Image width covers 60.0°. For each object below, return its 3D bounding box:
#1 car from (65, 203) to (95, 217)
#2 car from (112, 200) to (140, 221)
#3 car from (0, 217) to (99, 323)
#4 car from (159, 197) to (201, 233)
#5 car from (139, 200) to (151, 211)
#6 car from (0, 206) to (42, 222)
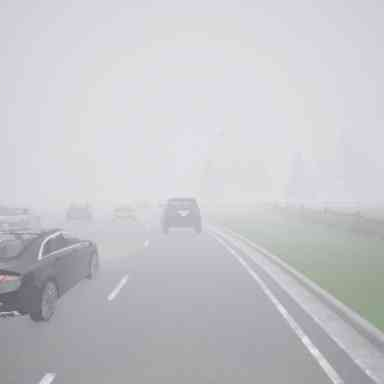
[{"bbox_3d":[-9.110,1.658,27.248,2.128,1.511,4.902,0,0,-12],"label":"car"},{"bbox_3d":[-5.866,1.654,28.886,1.882,1.535,5.008,1,0,-13],"label":"car"},{"bbox_3d":[-3.451,1.537,7.263,2.128,1.511,4.902,0,0,-1],"label":"car"},{"bbox_3d":[-0.819,1.348,20.639,2.150,2.045,5.566,0,0,-8],"label":"car"},{"bbox_3d":[-6.703,1.772,43.826,1.837,1.490,4.892,1,-1,-21],"label":"car"},{"bbox_3d":[-11.621,1.738,22.368,1.895,1.301,4.718,0,0,-10],"label":"car"}]
